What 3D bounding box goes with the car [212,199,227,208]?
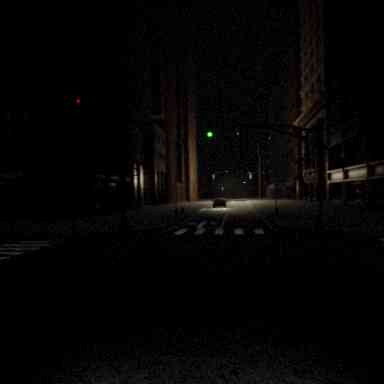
[{"bbox_3d":[4.196,1.719,50.160,1.994,1.385,4.181,-1,0,8],"label":"car"}]
